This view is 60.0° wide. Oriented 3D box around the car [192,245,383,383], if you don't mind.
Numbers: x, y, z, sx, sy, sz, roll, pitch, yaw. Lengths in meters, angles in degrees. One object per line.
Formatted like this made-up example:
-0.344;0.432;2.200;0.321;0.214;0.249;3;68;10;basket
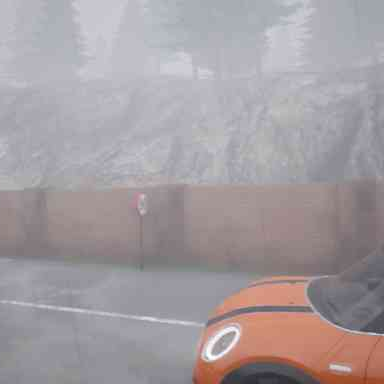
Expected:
2.290;1.291;3.091;4.553;1.767;2.097;-1;0;18;car
